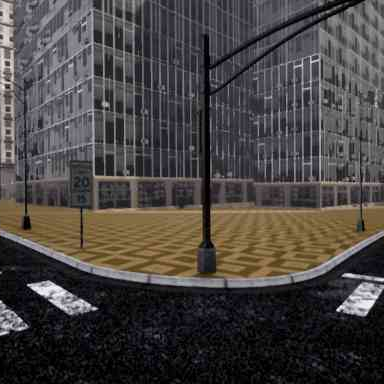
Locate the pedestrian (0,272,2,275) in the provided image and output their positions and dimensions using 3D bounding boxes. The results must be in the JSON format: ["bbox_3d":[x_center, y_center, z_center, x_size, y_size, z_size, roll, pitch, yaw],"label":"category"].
[{"bbox_3d":[-4.993,1.544,8.131,0.500,1.100,0.500,0,0,-42],"label":"pedestrian"}]
